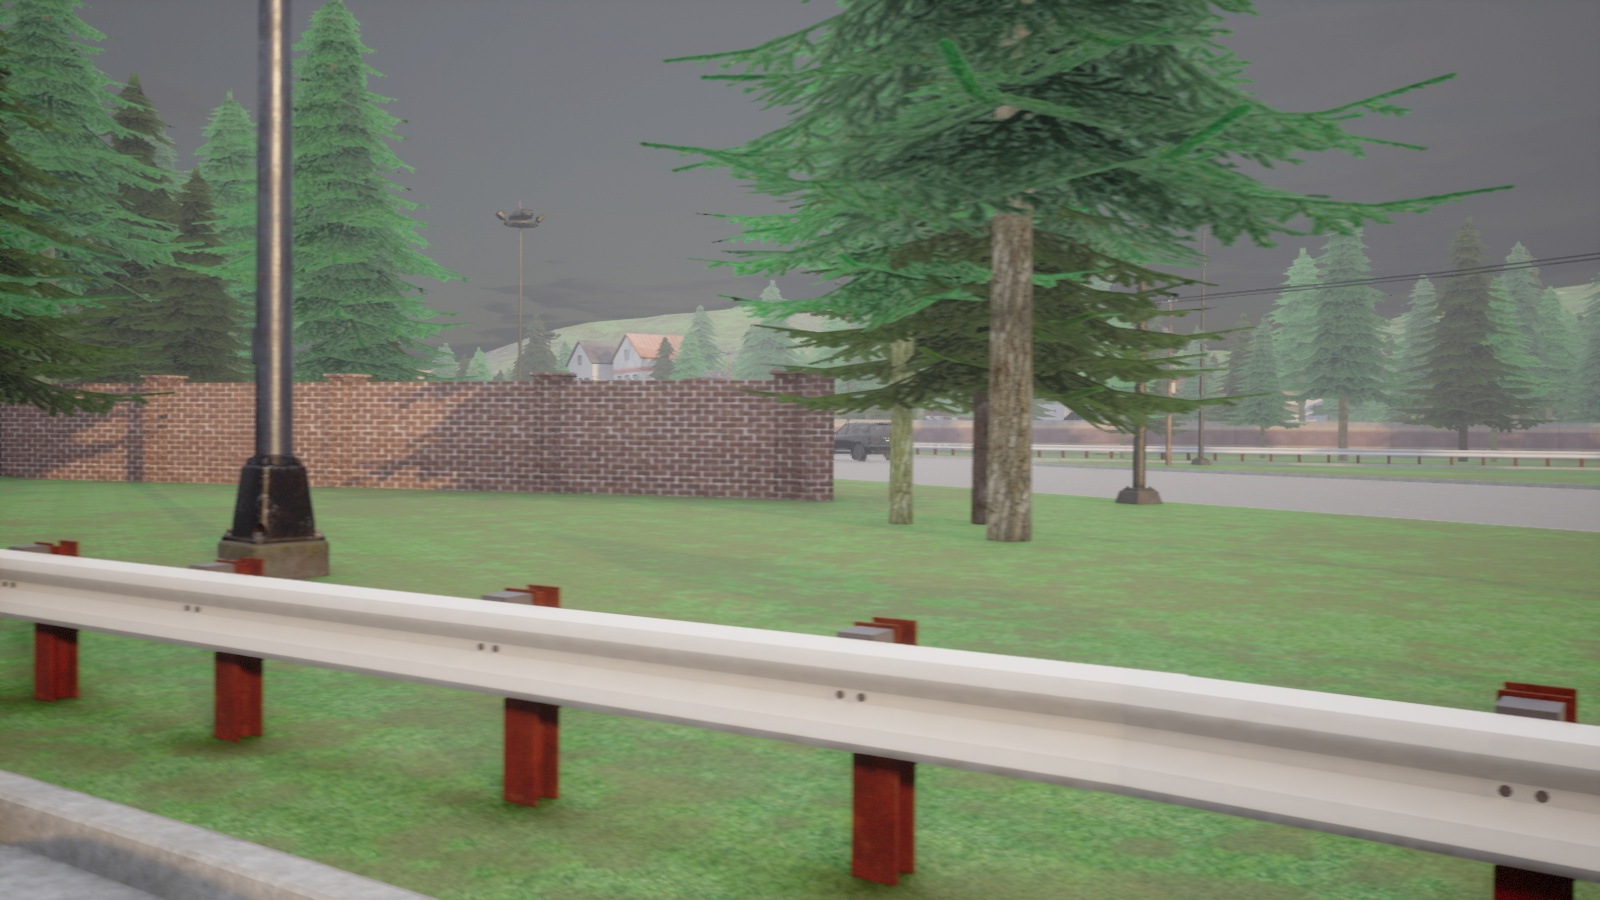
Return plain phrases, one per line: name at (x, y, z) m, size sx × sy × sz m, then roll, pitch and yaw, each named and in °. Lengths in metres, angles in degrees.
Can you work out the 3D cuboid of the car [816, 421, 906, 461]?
car at (3.196, -0.496, 66.967) m, size 2.150 × 2.045 × 5.566 m, roll -1°, pitch 1°, yaw -30°
